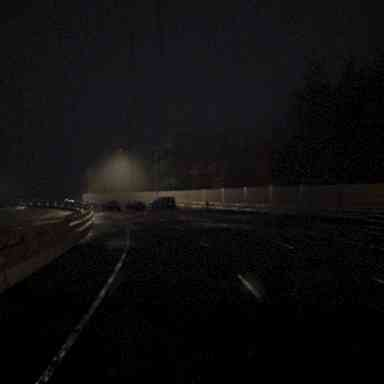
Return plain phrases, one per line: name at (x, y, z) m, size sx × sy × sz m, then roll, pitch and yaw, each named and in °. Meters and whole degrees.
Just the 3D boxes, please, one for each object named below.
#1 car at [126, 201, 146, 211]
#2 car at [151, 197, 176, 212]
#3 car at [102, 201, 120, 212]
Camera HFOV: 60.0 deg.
car at (-8.314, 2.037, 48.846) m, size 2.128 × 1.511 × 4.902 m, roll 0°, pitch -1°, yaw -27°
car at (-4.138, 1.740, 48.444) m, size 2.150 × 2.045 × 5.566 m, roll 0°, pitch -1°, yaw -26°
car at (-11.603, 2.056, 47.632) m, size 1.837 × 1.490 × 4.892 m, roll 1°, pitch -1°, yaw -27°
